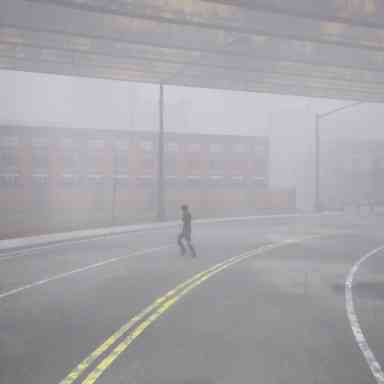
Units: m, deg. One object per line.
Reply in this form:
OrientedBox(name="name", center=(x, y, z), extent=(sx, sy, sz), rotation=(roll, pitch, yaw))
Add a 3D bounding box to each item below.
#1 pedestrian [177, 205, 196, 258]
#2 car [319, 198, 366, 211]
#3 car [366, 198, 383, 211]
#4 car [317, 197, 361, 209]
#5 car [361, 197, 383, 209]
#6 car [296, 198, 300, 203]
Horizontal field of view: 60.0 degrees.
OrientedBox(name="pedestrian", center=(-0.220, 1.294, 11.242), extent=(0.375, 1.860, 0.375), rotation=(0, 0, 29))
OrientedBox(name="car", center=(17.874, 1.452, 40.427), extent=(2.038, 1.542, 4.974), rotation=(0, 0, -45))
OrientedBox(name="car", center=(21.386, 1.452, 39.169), extent=(2.038, 1.542, 4.974), rotation=(0, 0, 15))
OrientedBox(name="car", center=(17.837, 1.295, 40.464), extent=(1.853, 1.218, 4.536), rotation=(0, 0, -45))
OrientedBox(name="car", center=(21.400, 1.295, 39.219), extent=(1.853, 1.218, 4.536), rotation=(0, 0, 15))
OrientedBox(name="car", center=(16.841, 1.452, 60.504), extent=(4.974, 1.542, 2.038), rotation=(0, 0, 40))
